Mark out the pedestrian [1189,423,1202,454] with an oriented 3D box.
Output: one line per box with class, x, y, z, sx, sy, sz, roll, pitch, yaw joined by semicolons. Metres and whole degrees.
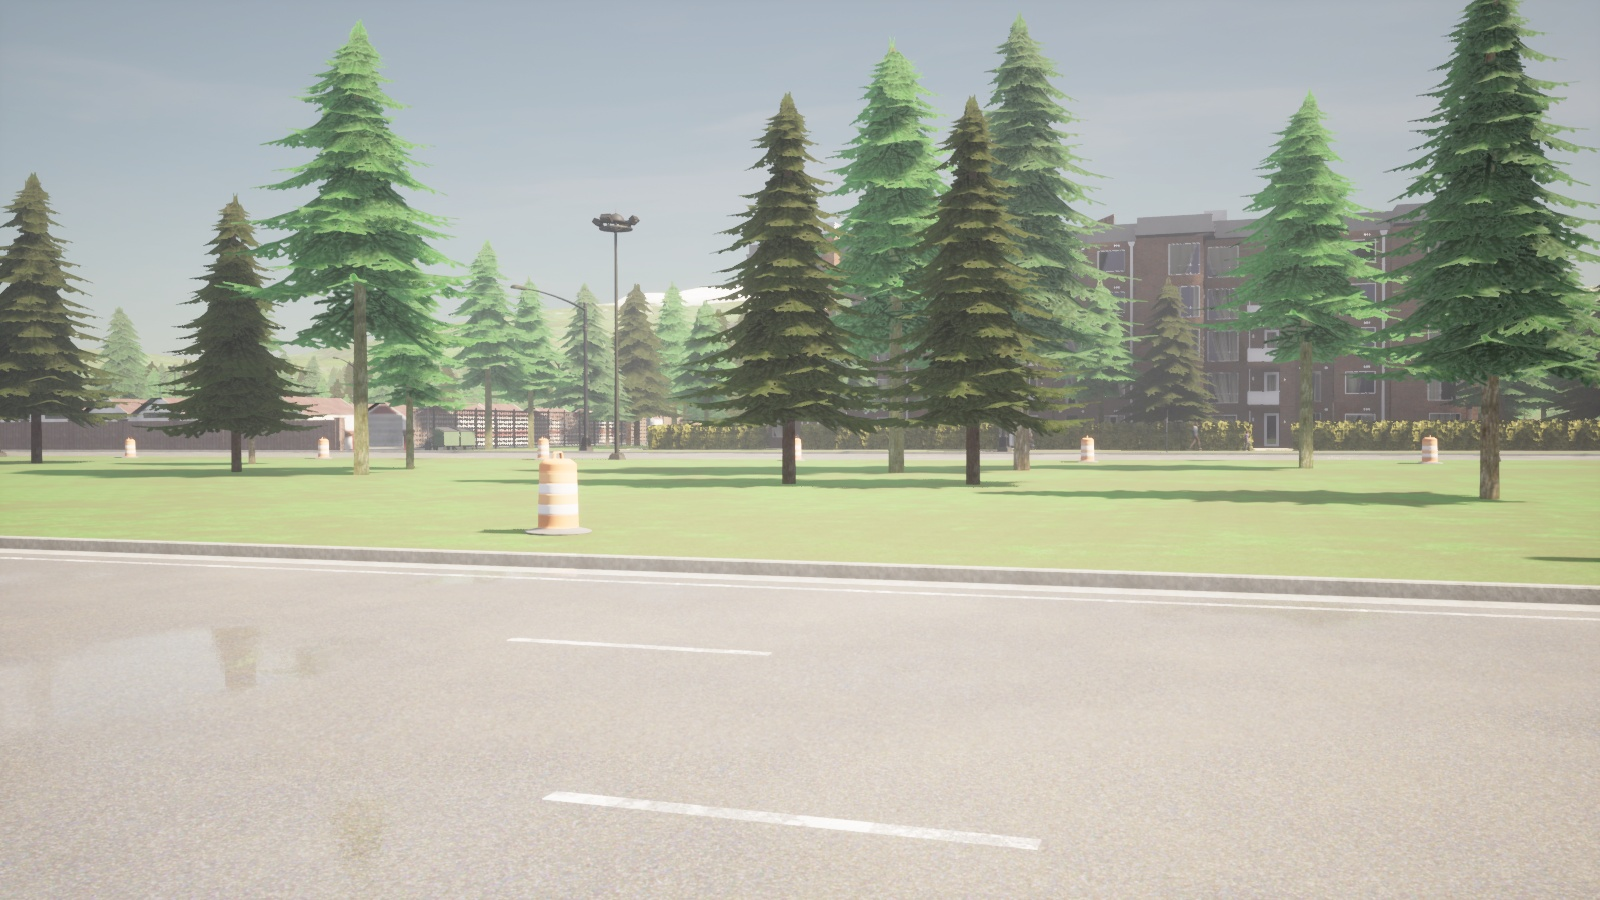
pedestrian;24.781;-0.711;78.680;0.788;1.949;0.423;1;1;18
